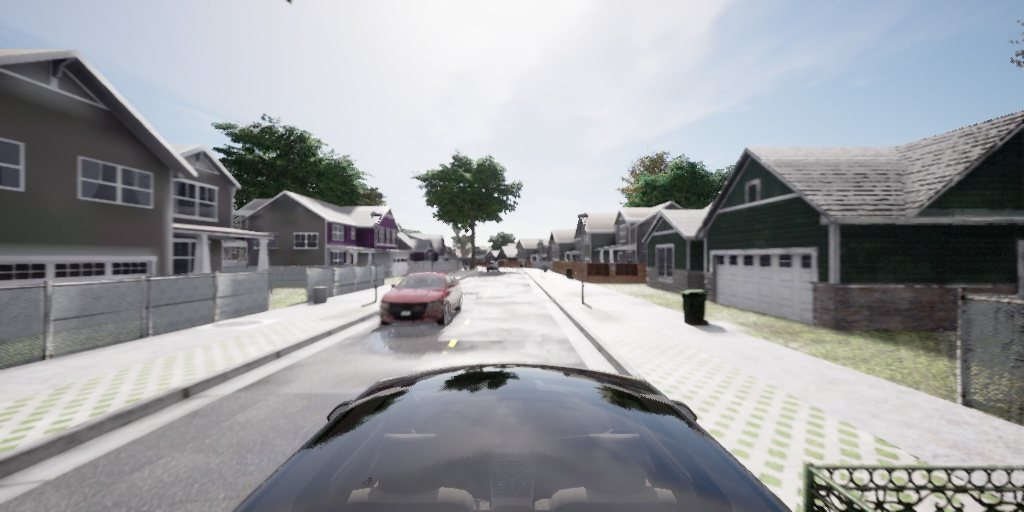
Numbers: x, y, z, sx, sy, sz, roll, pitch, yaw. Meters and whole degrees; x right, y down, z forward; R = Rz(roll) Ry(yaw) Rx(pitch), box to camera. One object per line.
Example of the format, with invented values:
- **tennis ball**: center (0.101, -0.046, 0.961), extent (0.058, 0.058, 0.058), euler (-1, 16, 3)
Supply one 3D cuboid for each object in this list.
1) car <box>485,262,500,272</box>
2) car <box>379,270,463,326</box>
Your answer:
- **car**: center (-2.833, 1.592, 52.937), extent (1.837, 1.490, 4.892), euler (0, -1, 0)
- **car**: center (-2.838, 1.271, 12.070), extent (1.882, 1.535, 5.008), euler (0, 0, 0)
